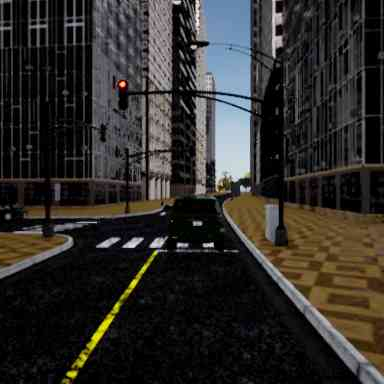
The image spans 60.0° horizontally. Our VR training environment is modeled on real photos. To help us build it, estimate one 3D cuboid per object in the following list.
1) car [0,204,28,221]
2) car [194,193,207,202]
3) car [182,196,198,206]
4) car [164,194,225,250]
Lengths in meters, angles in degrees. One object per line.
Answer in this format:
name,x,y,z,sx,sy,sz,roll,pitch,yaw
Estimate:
car,-16.419,1.706,28.722,4.403,1.369,2.008,-1,1,10
car,1.731,1.071,66.590,2.128,1.511,4.902,0,0,8
car,-0.294,1.296,50.433,1.895,1.301,4.718,0,0,6
car,0.025,1.147,14.055,2.150,2.045,5.566,0,1,-3
